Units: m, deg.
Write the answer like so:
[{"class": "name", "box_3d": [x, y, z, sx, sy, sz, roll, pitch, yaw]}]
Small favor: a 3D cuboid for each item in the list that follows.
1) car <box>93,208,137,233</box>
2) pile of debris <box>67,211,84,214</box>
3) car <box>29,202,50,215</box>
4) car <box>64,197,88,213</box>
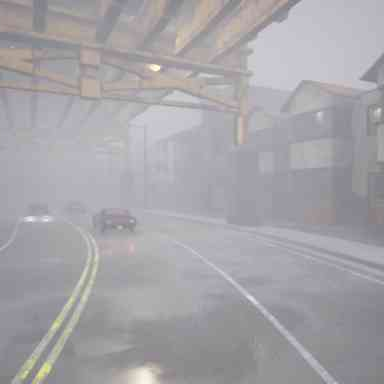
[{"class": "car", "box_3d": [-4.746, 1.608, 19.858, 1.895, 1.301, 4.718, -1, 0, -24]}, {"class": "pile of debris", "box_3d": [-12.768, 2.239, 36.384, 1.500, 0.140, 1.860, -1, 0, -26]}, {"class": "car", "box_3d": [-16.094, 1.710, 34.976, 1.895, 1.301, 4.718, -1, 0, -26]}, {"class": "car", "box_3d": [-13.235, 1.627, 37.517, 1.994, 1.385, 4.181, -1, 0, -26]}]
